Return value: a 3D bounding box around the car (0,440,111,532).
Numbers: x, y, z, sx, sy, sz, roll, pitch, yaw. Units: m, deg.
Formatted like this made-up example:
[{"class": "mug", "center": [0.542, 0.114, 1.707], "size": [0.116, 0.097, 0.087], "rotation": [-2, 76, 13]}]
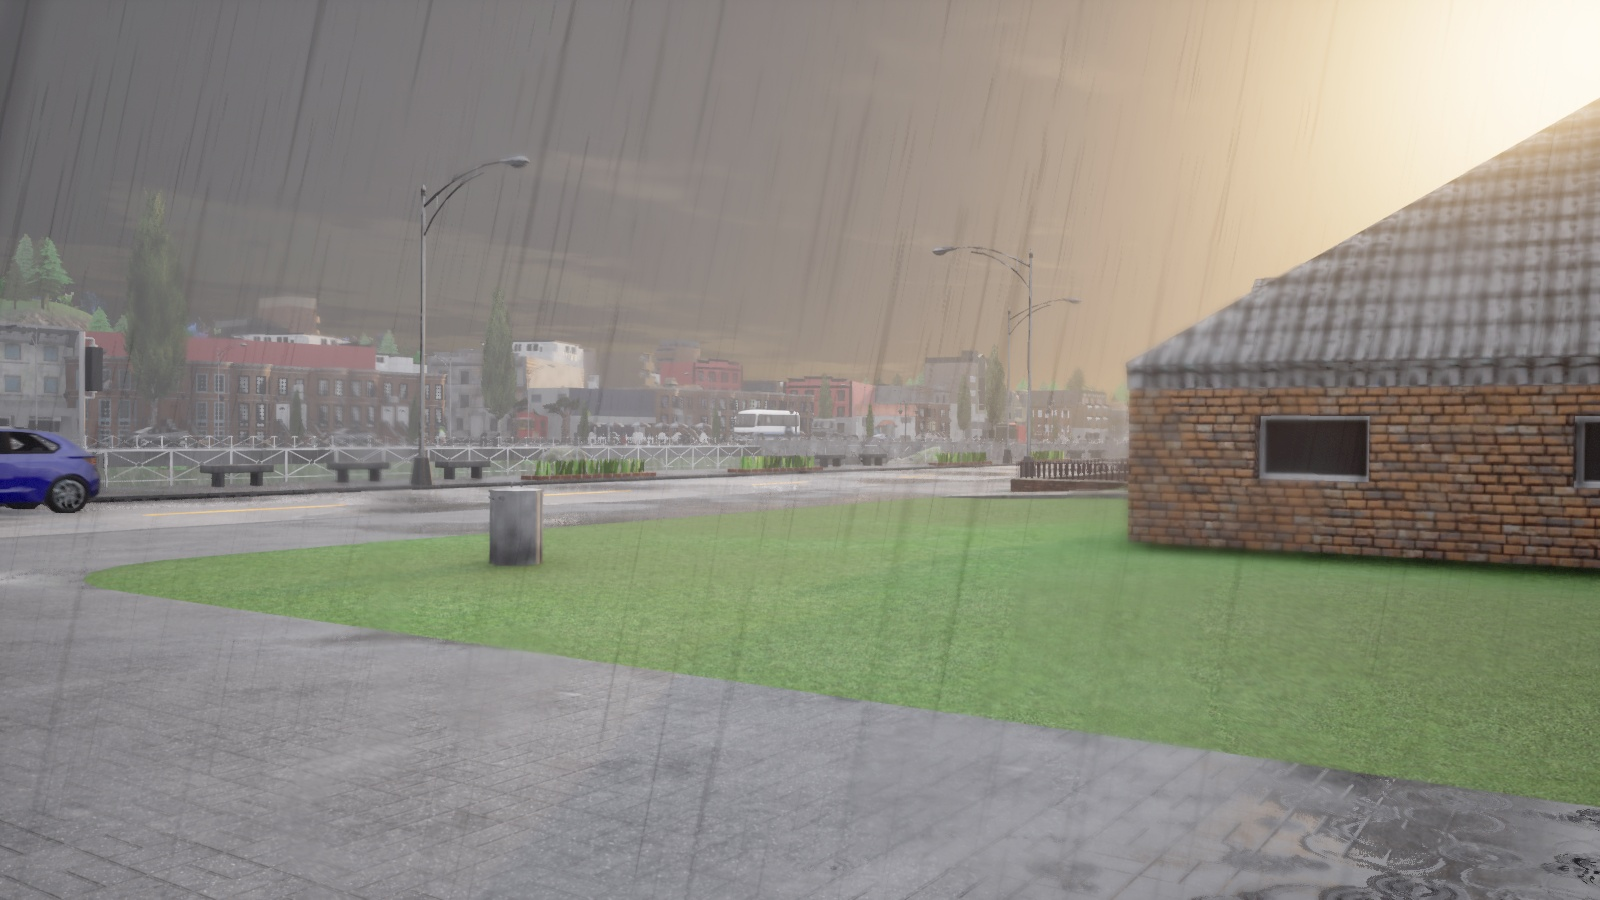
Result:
[{"class": "car", "center": [-13.809, 0.591, 20.407], "size": [1.816, 1.474, 4.193], "rotation": [0, 1, 34]}]
